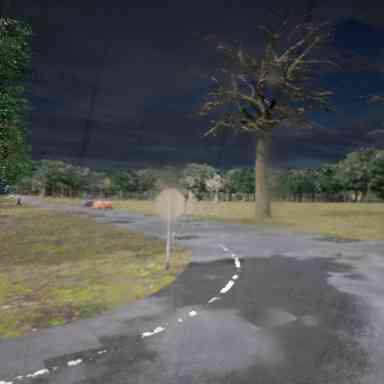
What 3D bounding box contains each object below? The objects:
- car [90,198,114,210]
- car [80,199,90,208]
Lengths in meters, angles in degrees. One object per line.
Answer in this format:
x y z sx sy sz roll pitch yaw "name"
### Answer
-13.157 1.734 49.434 2.097 1.767 4.553 3 -2 -30 "car"
-18.112 2.047 57.948 1.837 1.490 4.892 3 -2 -30 "car"
